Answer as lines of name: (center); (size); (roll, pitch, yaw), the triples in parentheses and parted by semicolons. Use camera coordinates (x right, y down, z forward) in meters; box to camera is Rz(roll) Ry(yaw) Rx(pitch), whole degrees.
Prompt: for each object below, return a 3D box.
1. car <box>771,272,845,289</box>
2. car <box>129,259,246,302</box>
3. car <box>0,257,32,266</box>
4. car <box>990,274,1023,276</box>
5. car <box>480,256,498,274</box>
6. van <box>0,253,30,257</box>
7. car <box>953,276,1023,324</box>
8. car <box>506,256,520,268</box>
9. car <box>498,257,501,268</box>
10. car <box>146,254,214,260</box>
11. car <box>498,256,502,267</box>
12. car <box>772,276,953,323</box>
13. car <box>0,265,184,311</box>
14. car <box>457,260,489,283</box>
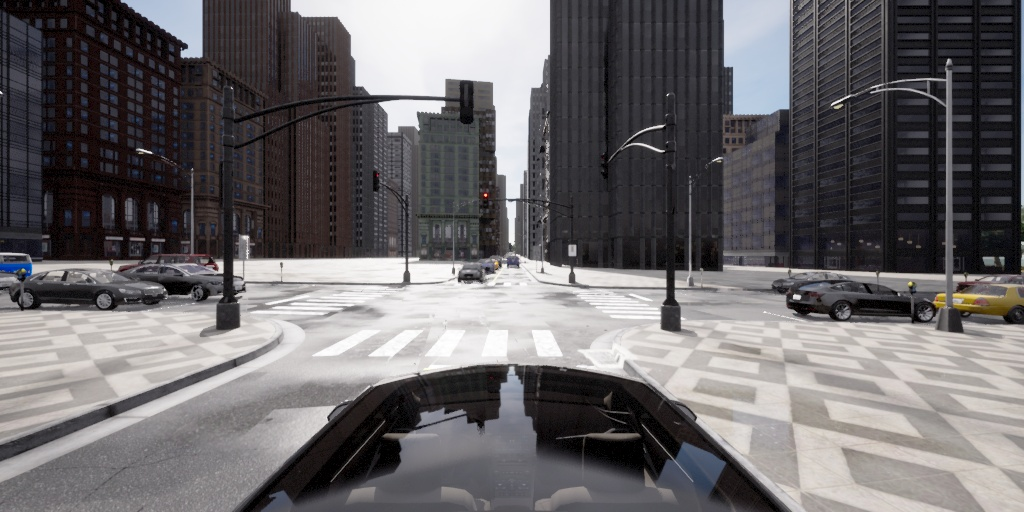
car: (17.812, 1.590, 21.175); (4.403, 1.370, 2.007); (0, 0, 0)
car: (-14.134, 1.064, 15.359); (4.902, 1.511, 2.128); (1, 0, 1)
car: (-24.127, 0.926, 15.389); (4.902, 1.511, 2.128); (1, 0, 0)
car: (29.098, 1.765, 21.154); (4.507, 1.381, 1.888); (0, 0, 0)
car: (-3.032, 1.099, 41.133); (2.097, 1.767, 4.553); (0, 0, 0)
van: (-31.114, 0.679, 21.170); (3.998, 1.789, 1.690); (0, 0, 0)
car: (17.957, 1.570, 12.649); (4.829, 1.417, 1.751); (0, 0, 0)
car: (0.199, 0.970, 62.675); (2.150, 2.045, 5.566); (0, 0, 0)
car: (-3.007, 1.225, 52.409); (1.882, 1.535, 5.008); (0, 0, 0)
car: (-20.195, 0.798, 21.150); (5.009, 1.841, 2.192); (0, 0, 0)
car: (-2.942, 0.970, 63.161); (2.150, 2.045, 5.566); (0, 0, 1)
car: (12.145, 1.523, 12.660); (4.313, 1.339, 1.948); (0, 0, 0)
car: (-14.763, 1.116, 12.614); (4.403, 1.370, 2.007); (0, 0, 0)
car: (-3.058, 1.253, 27.695); (1.837, 1.490, 4.892); (0, 0, 0)
